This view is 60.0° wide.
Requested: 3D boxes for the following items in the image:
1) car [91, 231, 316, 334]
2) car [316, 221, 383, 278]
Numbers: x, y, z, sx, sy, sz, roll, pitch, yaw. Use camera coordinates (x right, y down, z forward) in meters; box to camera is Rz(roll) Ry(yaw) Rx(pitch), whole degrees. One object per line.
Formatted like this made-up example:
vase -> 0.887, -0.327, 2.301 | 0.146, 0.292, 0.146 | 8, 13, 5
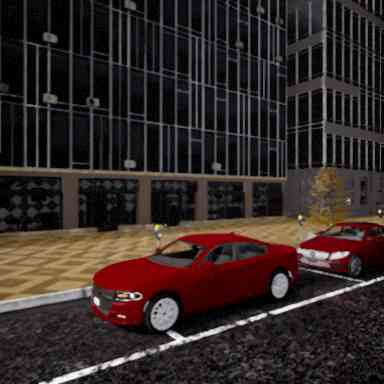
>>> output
car -> 0.273, 1.542, 6.755 | 4.507, 1.381, 1.887 | 0, 0, -36
car -> 4.906, 1.574, 10.065 | 4.206, 1.307, 1.802 | 0, 0, -36
